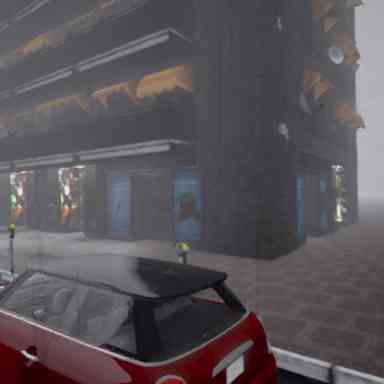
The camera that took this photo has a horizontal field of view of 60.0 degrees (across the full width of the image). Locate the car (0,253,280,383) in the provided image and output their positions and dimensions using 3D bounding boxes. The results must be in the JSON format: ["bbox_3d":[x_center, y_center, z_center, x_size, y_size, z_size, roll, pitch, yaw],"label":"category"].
[{"bbox_3d":[-1.237,1.432,3.776,4.097,1.590,1.967,0,-1,36],"label":"car"}]
